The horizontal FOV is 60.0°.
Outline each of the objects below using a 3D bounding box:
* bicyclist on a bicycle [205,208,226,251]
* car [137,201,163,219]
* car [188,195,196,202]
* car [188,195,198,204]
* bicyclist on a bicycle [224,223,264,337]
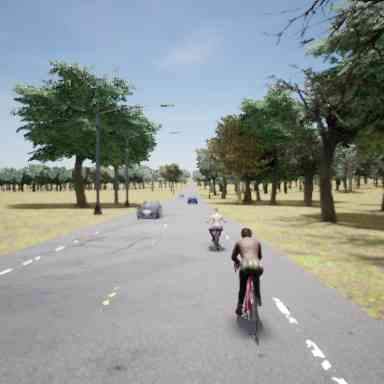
[{"bbox_3d":[0.967,1.442,13.227,0.866,1.612,1.509,0,0,0],"label":"bicyclist on a bicycle"},{"bbox_3d":[-3.597,1.512,28.939,2.128,1.511,4.902,0,0,0],"label":"car"},{"bbox_3d":[0.007,1.496,75.813,1.882,1.535,5.008,0,0,0],"label":"car"},{"bbox_3d":[0.105,1.524,64.960,1.882,1.535,5.008,0,0,0],"label":"car"},{"bbox_3d":[0.963,1.455,5.725,0.582,1.620,1.656,0,0,0],"label":"bicyclist on a bicycle"}]
